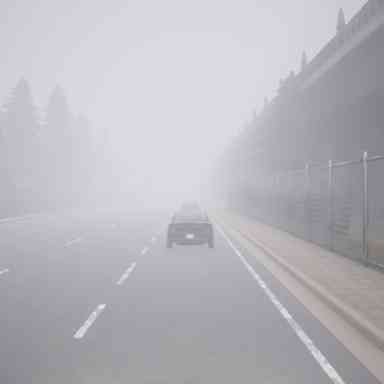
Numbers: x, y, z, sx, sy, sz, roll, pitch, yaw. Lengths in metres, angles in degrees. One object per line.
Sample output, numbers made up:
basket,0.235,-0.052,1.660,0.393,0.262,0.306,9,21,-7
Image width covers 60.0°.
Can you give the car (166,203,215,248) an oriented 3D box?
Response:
car,-0.074,1.485,14.678,1.882,1.535,5.008,0,0,0
